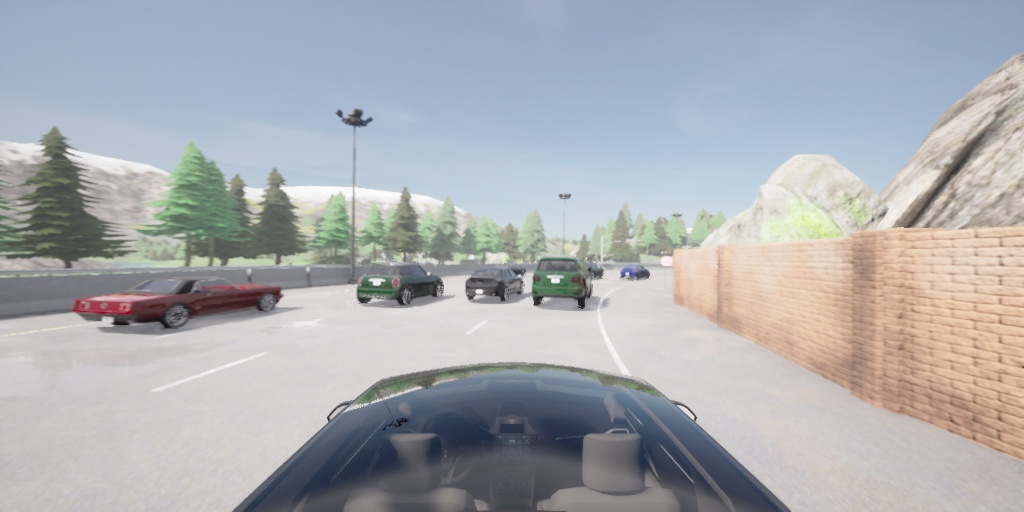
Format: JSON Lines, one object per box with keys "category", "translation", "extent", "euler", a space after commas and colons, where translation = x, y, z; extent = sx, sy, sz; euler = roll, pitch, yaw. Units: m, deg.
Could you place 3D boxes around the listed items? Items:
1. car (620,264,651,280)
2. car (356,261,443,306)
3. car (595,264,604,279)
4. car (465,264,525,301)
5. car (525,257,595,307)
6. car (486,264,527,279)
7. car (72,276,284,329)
{"category": "car", "translation": [12.245, 1.559, 35.607], "extent": [1.812, 1.442, 4.674], "euler": [1, 0, 37]}
{"category": "car", "translation": [-4.808, 1.094, 16.091], "extent": [2.097, 1.767, 4.553], "euler": [1, 0, 13]}
{"category": "car", "translation": [7.306, 1.323, 34.685], "extent": [2.097, 1.767, 4.553], "euler": [1, 0, 33]}
{"category": "car", "translation": [-0.736, 1.306, 17.778], "extent": [1.837, 1.490, 4.892], "euler": [0, 0, 16]}
{"category": "car", "translation": [2.392, 1.058, 16.308], "extent": [2.150, 2.045, 5.566], "euler": [0, 0, 16]}
{"category": "car", "translation": [-0.431, 1.474, 35.641], "extent": [1.895, 1.301, 4.718], "euler": [1, 0, 31]}
{"category": "car", "translation": [-9.444, 1.262, 10.882], "extent": [1.895, 1.301, 4.718], "euler": [1, 0, 9]}
